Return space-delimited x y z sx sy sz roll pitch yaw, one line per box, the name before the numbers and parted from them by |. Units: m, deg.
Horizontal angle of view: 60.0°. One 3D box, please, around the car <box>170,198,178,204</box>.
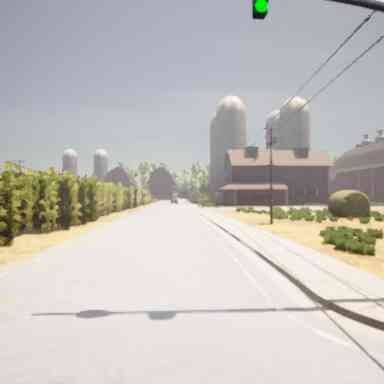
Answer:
car | -4.489 2.330 84.759 1.994 1.385 4.181 0 -1 -3
